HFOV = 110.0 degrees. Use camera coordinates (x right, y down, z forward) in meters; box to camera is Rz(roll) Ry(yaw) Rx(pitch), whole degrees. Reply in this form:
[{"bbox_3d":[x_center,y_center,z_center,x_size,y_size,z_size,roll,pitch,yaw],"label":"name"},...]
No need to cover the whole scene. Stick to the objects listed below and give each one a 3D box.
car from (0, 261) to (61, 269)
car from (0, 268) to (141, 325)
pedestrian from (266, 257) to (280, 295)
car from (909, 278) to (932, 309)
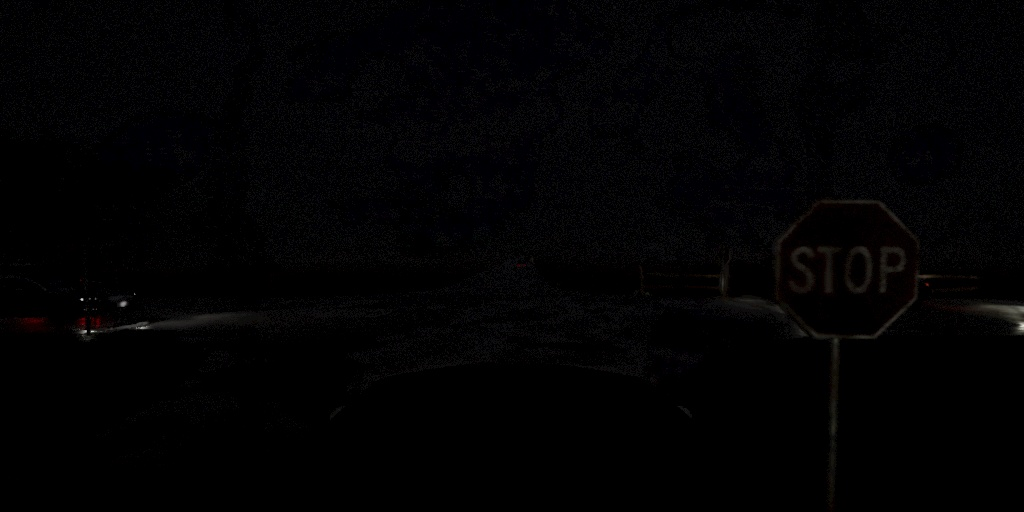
[{"bbox_3d":[-20.518,1.081,14.581,4.553,1.767,2.097,0,2,2],"label":"car"},{"bbox_3d":[-14.956,1.293,11.575,4.902,1.511,2.128,0,2,1],"label":"car"},{"bbox_3d":[-11.695,0.940,17.463,0.375,1.860,0.375,0,2,1],"label":"pedestrian"},{"bbox_3d":[13.230,1.165,13.885,4.674,1.442,1.812,0,2,3],"label":"car"}]
